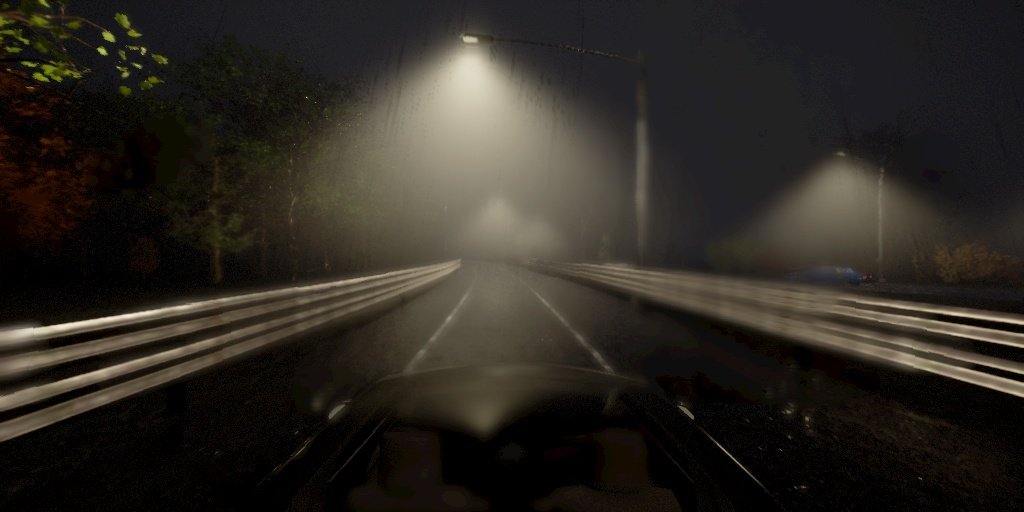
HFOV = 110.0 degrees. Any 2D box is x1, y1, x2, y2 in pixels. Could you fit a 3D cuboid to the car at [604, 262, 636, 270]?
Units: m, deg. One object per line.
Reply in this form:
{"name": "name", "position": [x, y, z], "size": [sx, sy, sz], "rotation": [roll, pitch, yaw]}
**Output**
{"name": "car", "position": [15.068, 1.442, 50.378], "size": [1.895, 1.301, 4.718], "rotation": [0, 0, -25]}

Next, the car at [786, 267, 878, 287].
{"name": "car", "position": [25.334, 1.563, 28.646], "size": [2.033, 1.411, 5.357], "rotation": [0, 0, -26]}
